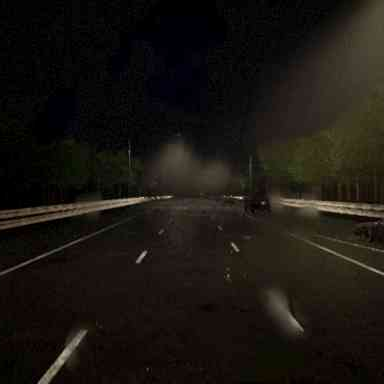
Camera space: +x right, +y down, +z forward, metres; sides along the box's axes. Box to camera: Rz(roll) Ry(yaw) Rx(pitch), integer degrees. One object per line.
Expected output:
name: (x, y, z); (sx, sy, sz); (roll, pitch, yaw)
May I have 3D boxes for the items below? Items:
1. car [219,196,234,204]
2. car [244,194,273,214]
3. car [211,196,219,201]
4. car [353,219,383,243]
car: (7.074, 1.592, 65.707); (2.033, 1.411, 5.357); (0, 0, 0)
car: (7.023, 1.222, 35.403); (2.150, 2.045, 5.566); (0, 0, 0)
car: (7.214, 1.807, 92.841); (2.033, 1.411, 5.357); (0, -1, 0)
car: (8.952, 1.564, 13.378); (2.033, 1.411, 5.357); (0, 0, -10)
